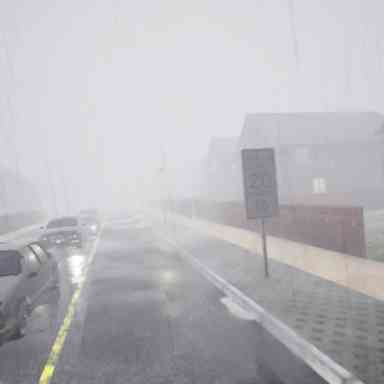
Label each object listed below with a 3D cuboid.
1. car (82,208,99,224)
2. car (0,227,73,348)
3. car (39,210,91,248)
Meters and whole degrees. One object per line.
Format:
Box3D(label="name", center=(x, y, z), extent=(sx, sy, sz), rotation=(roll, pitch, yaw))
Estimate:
Box3D(label="car", center=(-9.846, 2.293, 31.630), extent=(2.033, 1.411, 5.357), rotation=(-4, 0, -13))
Box3D(label="car", center=(-4.072, 1.841, 7.049), extent=(2.033, 1.411, 5.357), rotation=(-4, 0, -12))
Box3D(label="car", center=(-6.394, 1.972, 16.835), extent=(1.837, 1.490, 4.892), rotation=(-4, 0, -13))
